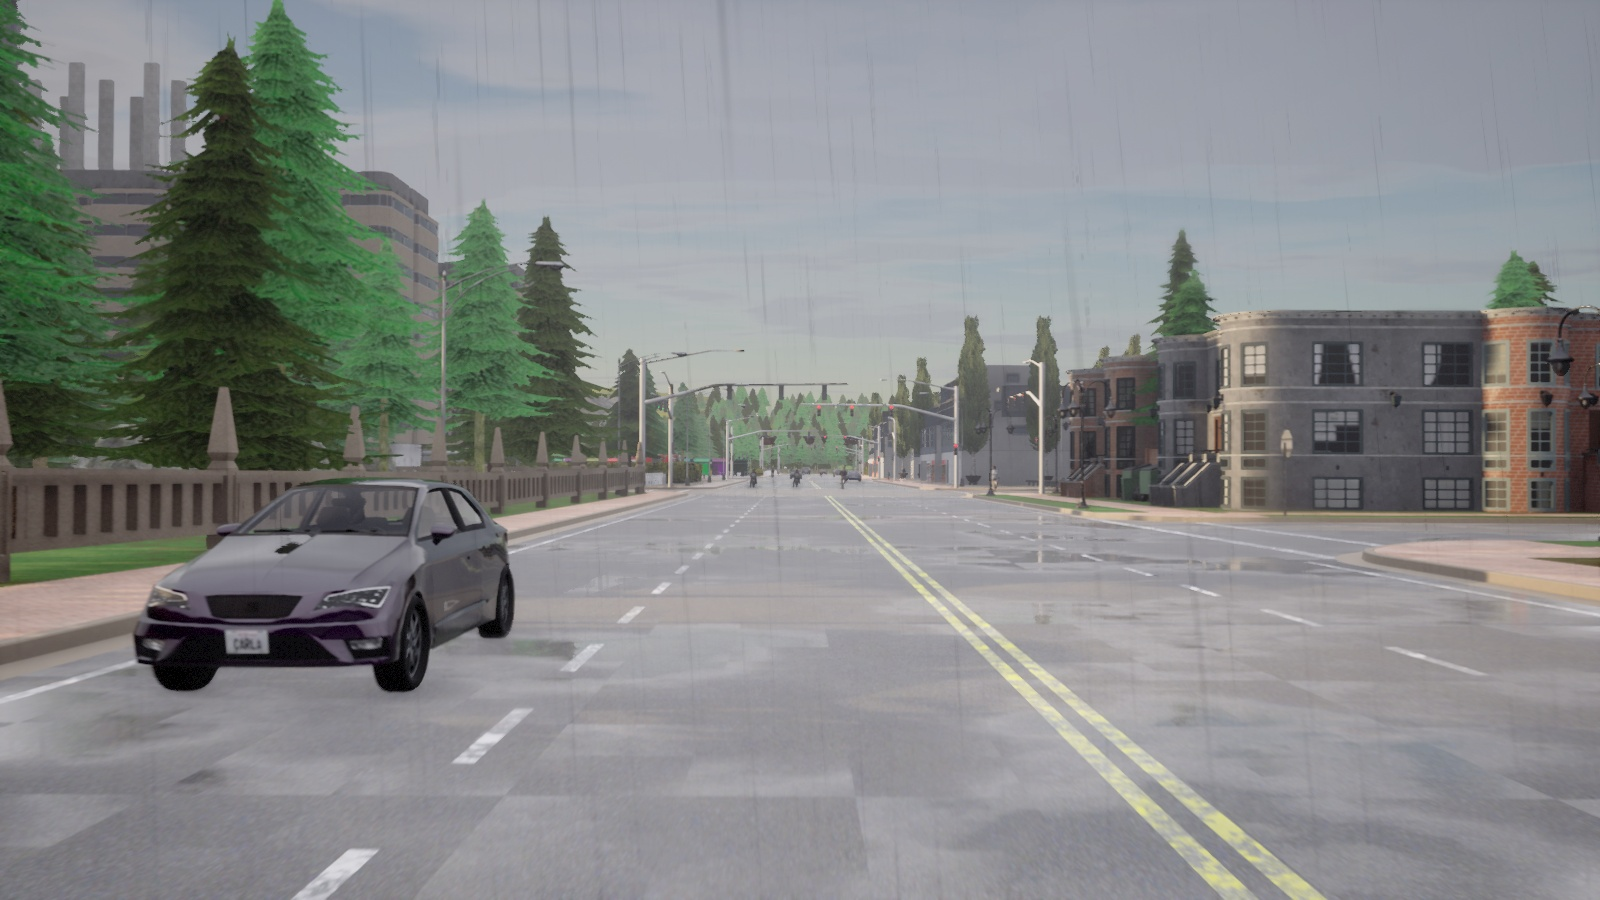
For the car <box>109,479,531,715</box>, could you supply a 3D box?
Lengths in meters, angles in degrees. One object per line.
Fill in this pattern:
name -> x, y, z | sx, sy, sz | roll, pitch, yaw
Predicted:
car -> -3.524, 0.992, 10.150 | 1.816, 1.474, 4.193 | 0, -1, 0
